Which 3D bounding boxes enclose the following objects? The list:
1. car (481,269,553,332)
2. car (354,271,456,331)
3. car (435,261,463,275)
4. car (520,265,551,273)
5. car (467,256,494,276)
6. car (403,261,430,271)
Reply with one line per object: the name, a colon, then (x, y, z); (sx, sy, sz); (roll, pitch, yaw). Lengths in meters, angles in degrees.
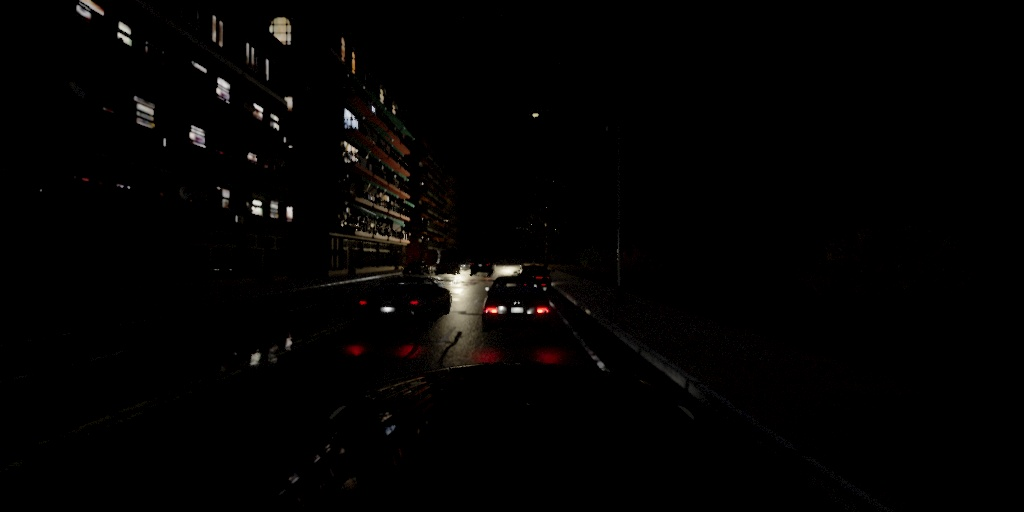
car: (0.119, 1.304, 10.820); (2.033, 1.411, 5.357); (0, 0, 0)
car: (-3.133, 1.320, 11.035); (1.994, 1.385, 4.181); (0, 0, 0)
car: (-6.540, 1.248, 36.591); (1.882, 1.535, 5.008); (0, 0, 0)
car: (1.170, 1.267, 20.509); (1.837, 1.490, 4.892); (0, 0, 0)
car: (-3.088, 0.993, 37.557); (2.150, 2.045, 5.566); (0, 0, 0)
car: (-9.790, 1.275, 36.867); (1.837, 1.490, 4.892); (0, 0, 0)
